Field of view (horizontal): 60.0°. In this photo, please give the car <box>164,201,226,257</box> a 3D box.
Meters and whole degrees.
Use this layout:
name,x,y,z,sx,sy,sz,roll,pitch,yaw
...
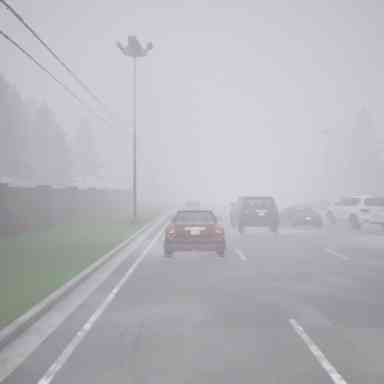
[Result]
name,x,y,z,sx,sy,sz,roll,pitch,yaw
car,0.104,1.355,13.180,2.097,1.767,4.553,0,0,0

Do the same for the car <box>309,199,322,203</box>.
name,x,y,z,sx,sy,sz,roll,pitch,yaw
car,14.113,1.500,37.733,2.128,1.511,4.902,0,0,0

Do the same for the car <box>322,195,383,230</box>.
name,x,y,z,sx,sy,sz,roll,pitch,yaw
car,10.607,1.226,21.203,2.150,2.045,5.566,0,0,0

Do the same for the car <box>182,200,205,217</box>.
name,x,y,z,sx,sy,sz,roll,pitch,yaw
car,0.111,1.556,32.381,2.033,1.411,5.357,0,0,0

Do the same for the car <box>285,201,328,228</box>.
name,x,y,z,sx,sy,sz,roll,pitch,yaw
car,7.107,1.569,22.273,1.994,1.385,4.181,0,0,0

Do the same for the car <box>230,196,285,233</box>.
name,x,y,z,sx,sy,sz,roll,pitch,yaw
car,3.606,1.226,19.914,2.150,2.045,5.566,0,0,0
